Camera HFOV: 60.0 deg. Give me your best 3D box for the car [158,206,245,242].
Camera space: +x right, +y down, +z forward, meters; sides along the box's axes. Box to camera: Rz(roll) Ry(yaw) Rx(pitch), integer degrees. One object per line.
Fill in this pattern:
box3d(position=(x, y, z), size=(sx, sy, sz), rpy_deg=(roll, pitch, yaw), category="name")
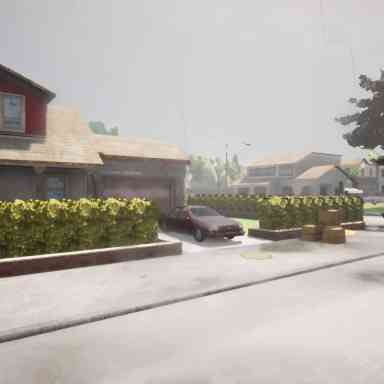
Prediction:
box3d(position=(0.086, 1.356, 15.477), size=(2.033, 1.415, 5.357), rpy_deg=(0, 0, -33), category="car")
